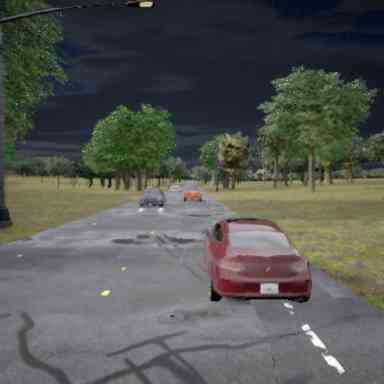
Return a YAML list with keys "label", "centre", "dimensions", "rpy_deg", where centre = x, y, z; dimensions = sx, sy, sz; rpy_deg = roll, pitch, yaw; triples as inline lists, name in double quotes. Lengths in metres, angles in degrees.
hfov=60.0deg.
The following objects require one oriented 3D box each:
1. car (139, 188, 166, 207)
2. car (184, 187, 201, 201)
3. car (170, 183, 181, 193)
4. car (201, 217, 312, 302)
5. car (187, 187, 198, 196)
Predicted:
- label: "car"
  centre: [-3.581, 0.438, 30.816]
  dimensions: [2.097, 1.767, 4.553]
  rpy_deg: [0, 2, 0]
- label: "car"
  centre: [0.096, 0.116, 41.782]
  dimensions: [2.097, 1.767, 4.553]
  rpy_deg: [0, 2, 0]
- label: "car"
  centre: [-3.484, -0.898, 71.143]
  dimensions: [2.150, 2.045, 5.566]
  rpy_deg: [0, 2, 0]
- label: "car"
  centre: [1.227, 1.298, 7.571]
  dimensions: [1.812, 1.442, 4.674]
  rpy_deg: [0, 2, 0]
- label: "car"
  centre: [0.077, -0.136, 56.348]
  dimensions: [1.812, 1.442, 4.674]
  rpy_deg: [0, 2, 0]
